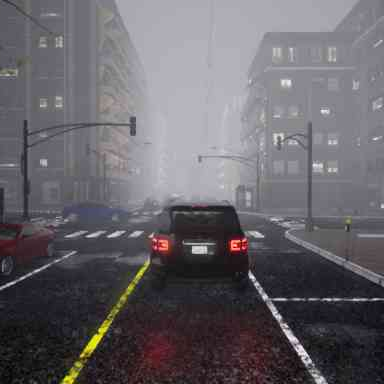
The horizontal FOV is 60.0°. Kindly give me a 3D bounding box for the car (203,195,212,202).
[{"bbox_3d":[3.473,1.440,76.220,1.967,1.590,4.097,0,0,1],"label":"car"}]

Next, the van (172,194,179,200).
[{"bbox_3d":[-4.730,1.340,93.229,1.690,1.788,3.998,0,0,1],"label":"van"}]

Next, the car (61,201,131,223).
[{"bbox_3d":[-7.102,1.446,24.832,5.008,1.535,1.882,1,0,0],"label":"car"}]

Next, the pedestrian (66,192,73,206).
[{"bbox_3d":[-12.374,0.902,33.550,0.375,1.860,0.375,0,-1,0],"label":"pedestrian"}]

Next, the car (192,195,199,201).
[{"bbox_3d":[0.856,1.478,82.752,1.882,1.535,5.008,0,0,1],"label":"car"}]

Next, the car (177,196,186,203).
[{"bbox_3d":[-2.259,1.522,71.954,1.812,1.442,4.674,0,0,1],"label":"car"}]

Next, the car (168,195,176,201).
[{"bbox_3d":[-4.849,1.525,81.782,1.752,1.417,4.829,0,0,1],"label":"car"}]

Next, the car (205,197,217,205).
[{"bbox_3d":[3.296,1.543,59.304,1.887,1.381,4.507,0,0,1],"label":"car"}]

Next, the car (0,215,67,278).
[{"bbox_3d":[-5.600,1.581,10.074,1.802,1.307,4.206,0,0,1],"label":"car"}]

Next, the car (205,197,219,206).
[{"bbox_3d":[3.237,1.549,53.667,2.008,1.369,4.403,0,0,1],"label":"car"}]

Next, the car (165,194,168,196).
[{"bbox_3d":[-4.967,1.314,70.675,2.192,1.841,5.009,0,0,1],"label":"car"}]

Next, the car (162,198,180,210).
[{"bbox_3d":[-2.644,1.562,43.109,1.994,1.385,4.181,0,0,2],"label":"car"}]

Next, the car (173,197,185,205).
[{"bbox_3d":[-2.428,1.563,61.649,1.994,1.385,4.181,0,0,1],"label":"car"}]

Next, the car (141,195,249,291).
[{"bbox_3d":[0.178,1.221,9.152,2.150,2.045,5.566,0,0,1],"label":"car"}]
